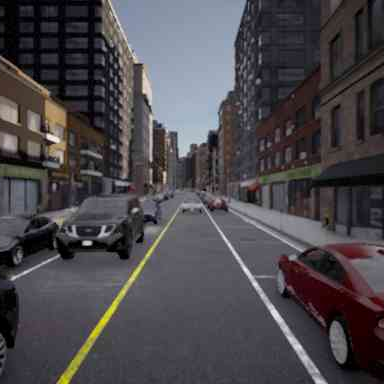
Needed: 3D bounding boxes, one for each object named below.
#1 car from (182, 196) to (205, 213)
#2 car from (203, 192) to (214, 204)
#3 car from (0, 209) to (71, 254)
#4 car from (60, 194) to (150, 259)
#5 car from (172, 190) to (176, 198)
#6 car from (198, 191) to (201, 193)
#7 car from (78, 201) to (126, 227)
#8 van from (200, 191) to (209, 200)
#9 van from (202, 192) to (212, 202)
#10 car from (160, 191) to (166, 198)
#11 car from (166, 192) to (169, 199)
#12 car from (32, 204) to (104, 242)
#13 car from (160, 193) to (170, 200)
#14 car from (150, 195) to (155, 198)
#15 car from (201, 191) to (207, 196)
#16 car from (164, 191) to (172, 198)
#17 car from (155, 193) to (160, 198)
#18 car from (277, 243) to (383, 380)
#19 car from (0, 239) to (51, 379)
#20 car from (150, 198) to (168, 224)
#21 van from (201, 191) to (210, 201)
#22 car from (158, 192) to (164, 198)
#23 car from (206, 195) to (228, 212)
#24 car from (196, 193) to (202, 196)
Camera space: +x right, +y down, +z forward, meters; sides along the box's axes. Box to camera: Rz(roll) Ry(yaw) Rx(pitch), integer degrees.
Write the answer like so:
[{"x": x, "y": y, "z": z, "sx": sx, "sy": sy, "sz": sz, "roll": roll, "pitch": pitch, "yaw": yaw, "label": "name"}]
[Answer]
[{"x": 0.005, "y": 1.334, "z": 32.719, "sx": 1.895, "sy": 1.301, "sz": 4.718, "roll": 0, "pitch": 1, "yaw": 0, "label": "car"}, {"x": 2.679, "y": 1.119, "z": 38.981, "sx": 1.967, "sy": 1.590, "sz": 4.097, "roll": 1, "pitch": 0, "yaw": 0, "label": "car"}, {"x": -5.868, "y": 1.476, "z": 11.053, "sx": 1.947, "sy": 1.339, "sz": 4.313, "roll": 1, "pitch": 0, "yaw": 0, "label": "car"}, {"x": -3.089, "y": 1.120, "z": 12.504, "sx": 2.150, "sy": 2.045, "sz": 5.566, "roll": 0, "pitch": 0, "yaw": 0, "label": "car"}, {"x": -5.844, "y": 0.599, "z": 83.665, "sx": 2.192, "sy": 1.841, "sz": 5.009, "roll": 1, "pitch": 1, "yaw": 0, "label": "car"}, {"x": 2.682, "y": 0.849, "z": 55.736, "sx": 2.192, "sy": 1.841, "sz": 5.009, "roll": 1, "pitch": 1, "yaw": 0, "label": "car"}, {"x": -5.864, "y": 1.371, "z": 22.225, "sx": 2.008, "sy": 1.369, "sz": 4.403, "roll": 1, "pitch": 0, "yaw": 0, "label": "car"}, {"x": 2.682, "y": 0.726, "z": 72.494, "sx": 1.690, "sy": 1.788, "sz": 3.998, "roll": 1, "pitch": 1, "yaw": 0, "label": "van"}, {"x": 2.681, "y": 0.826, "z": 61.322, "sx": 1.690, "sy": 1.788, "sz": 3.998, "roll": 1, "pitch": 1, "yaw": 0, "label": "van"}, {"x": -5.854, "y": 1.061, "z": 55.569, "sx": 1.752, "sy": 1.417, "sz": 4.829, "roll": 1, "pitch": 0, "yaw": 0, "label": "car"}, {"x": -5.854, "y": 1.067, "z": 61.325, "sx": 1.802, "sy": 1.307, "sz": 4.206, "roll": 1, "pitch": 1, "yaw": 0, "label": "car"}, {"x": -5.866, "y": 1.392, "z": 16.469, "sx": 1.752, "sy": 1.417, "sz": 4.829, "roll": 1, "pitch": 0, "yaw": 0, "label": "car"}, {"x": -5.850, "y": 0.912, "z": 72.326, "sx": 1.752, "sy": 1.417, "sz": 4.829, "roll": 1, "pitch": 1, "yaw": 0, "label": "car"}, {"x": -5.860, "y": 1.230, "z": 38.982, "sx": 2.008, "sy": 1.369, "sz": 4.403, "roll": 1, "pitch": 0, "yaw": 0, "label": "car"}, {"x": 2.680, "y": 1.023, "z": 50.152, "sx": 1.967, "sy": 1.590, "sz": 4.097, "roll": 1, "pitch": 0, "yaw": 0, "label": "car"}, {"x": -5.849, "y": 0.751, "z": 66.908, "sx": 2.192, "sy": 1.841, "sz": 5.009, "roll": 1, "pitch": 1, "yaw": 0, "label": "car"}, {"x": -5.858, "y": 1.197, "z": 44.568, "sx": 1.947, "sy": 1.339, "sz": 4.313, "roll": 1, "pitch": 0, "yaw": 0, "label": "car"}, {"x": 2.676, "y": 1.500, "z": 5.468, "sx": 1.887, "sy": 1.381, "sz": 4.507, "roll": 1, "pitch": 0, "yaw": 0, "label": "car"}, {"x": -3.090, "y": 1.473, "z": 2.243, "sx": 2.128, "sy": 1.511, "sz": 4.902, "roll": 0, "pitch": 0, "yaw": 0, "label": "car"}, {"x": -3.087, "y": 1.360, "z": 23.170, "sx": 2.033, "sy": 1.411, "sz": 5.357, "roll": 0, "pitch": 0, "yaw": 0, "label": "car"}, {"x": 2.682, "y": 0.777, "z": 66.907, "sx": 1.690, "sy": 1.788, "sz": 3.998, "roll": 1, "pitch": 1, "yaw": 0, "label": "van"}, {"x": -5.856, "y": 1.149, "z": 50.153, "sx": 1.947, "sy": 1.339, "sz": 4.313, "roll": 1, "pitch": 0, "yaw": 0, "label": "car"}, {"x": 2.677, "y": 1.309, "z": 33.396, "sx": 1.802, "sy": 1.307, "sz": 4.206, "roll": 1, "pitch": 0, "yaw": 0, "label": "car"}, {"x": 0.036, "y": 1.188, "z": 45.501, "sx": 1.994, "sy": 1.385, "sz": 4.181, "roll": 0, "pitch": 1, "yaw": 1, "label": "car"}]
